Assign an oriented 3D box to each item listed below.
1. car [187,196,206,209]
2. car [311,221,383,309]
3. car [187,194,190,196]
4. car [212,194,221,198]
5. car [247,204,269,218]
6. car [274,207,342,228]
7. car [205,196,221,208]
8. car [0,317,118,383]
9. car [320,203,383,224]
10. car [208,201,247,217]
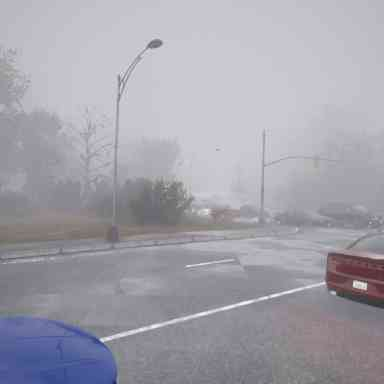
[{"bbox_3d":[-0.078,1.835,50.125,2.033,1.411,5.357,2,1,-15],"label":"car"},{"bbox_3d":[5.016,1.556,7.364,5.008,1.535,1.882,1,-1,-35],"label":"car"},{"bbox_3d":[-0.374,1.186,69.446,1.837,1.490,4.892,2,2,-9],"label":"car"},{"bbox_3d":[5.870,1.112,79.193,2.033,1.411,5.357,2,2,-1],"label":"car"},{"bbox_3d":[7.258,2.198,39.472,1.837,1.490,4.892,3,0,-21],"label":"car"},{"bbox_3d":[9.038,2.108,27.126,2.033,1.411,5.357,3,-2,-26],"label":"car"},{"bbox_3d":[2.592,1.842,53.885,1.837,1.490,4.892,2,1,-14],"label":"car"},{"bbox_3d":[-2.839,1.478,1.717,5.008,1.535,1.882,0,0,-36],"label":"car"},{"bbox_3d":[12.887,1.927,27.348,2.150,2.045,5.566,3,-2,-27],"label":"car"},{"bbox_3d":[3.954,2.144,38.297,1.895,1.301,4.718,3,0,-21],"label":"car"}]
